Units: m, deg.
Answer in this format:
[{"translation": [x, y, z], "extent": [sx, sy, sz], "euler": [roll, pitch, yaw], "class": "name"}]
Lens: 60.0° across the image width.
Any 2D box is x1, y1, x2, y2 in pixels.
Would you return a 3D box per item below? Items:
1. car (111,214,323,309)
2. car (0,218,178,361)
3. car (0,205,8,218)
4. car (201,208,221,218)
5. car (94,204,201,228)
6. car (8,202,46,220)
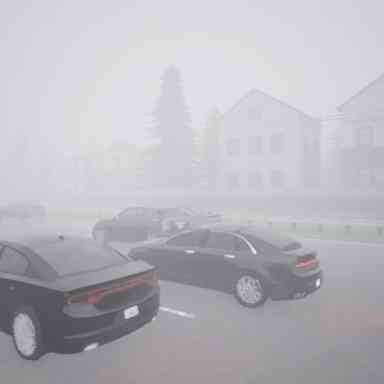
[{"translation": [0.495, 1.510, 7.921], "extent": [4.892, 1.490, 1.837], "euler": [1, 0, 36], "class": "car"}, {"translation": [-2.842, 1.482, 6.007], "extent": [5.008, 1.535, 1.882], "euler": [0, 0, 36], "class": "car"}, {"translation": [-15.485, 1.373, 23.638], "extent": [4.553, 1.767, 2.097], "euler": [0, 0, 36], "class": "car"}, {"translation": [-0.698, 1.500, 17.385], "extent": [4.902, 1.511, 2.128], "euler": [0, 0, 36], "class": "car"}, {"translation": [-2.178, 1.359, 14.141], "extent": [4.553, 1.767, 2.097], "euler": [0, 0, 36], "class": "car"}, {"translation": [-13.689, 1.513, 26.656], "extent": [4.902, 1.511, 2.128], "euler": [0, 0, 36], "class": "car"}]
